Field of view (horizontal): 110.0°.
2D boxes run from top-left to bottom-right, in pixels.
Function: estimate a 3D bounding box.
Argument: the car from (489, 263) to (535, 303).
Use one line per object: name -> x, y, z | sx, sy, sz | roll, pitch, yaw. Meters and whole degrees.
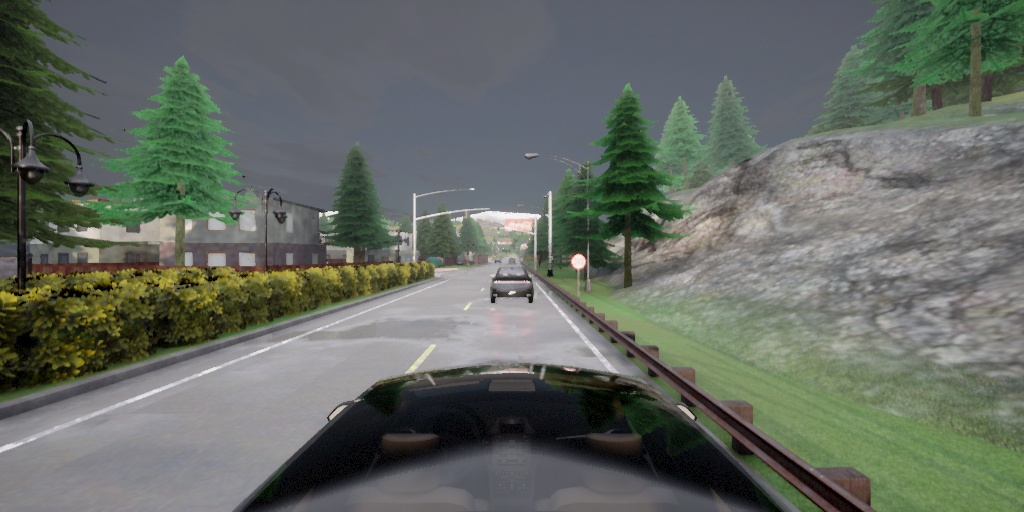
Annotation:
car -> 0.000, 1.243, 16.500 | 2.128, 1.511, 4.902 | 0, 0, 0
